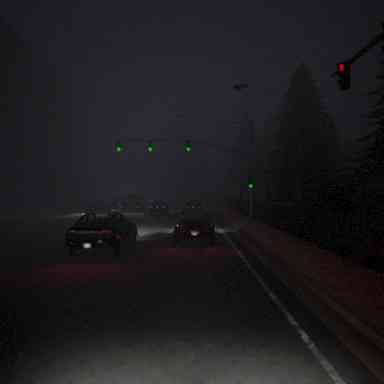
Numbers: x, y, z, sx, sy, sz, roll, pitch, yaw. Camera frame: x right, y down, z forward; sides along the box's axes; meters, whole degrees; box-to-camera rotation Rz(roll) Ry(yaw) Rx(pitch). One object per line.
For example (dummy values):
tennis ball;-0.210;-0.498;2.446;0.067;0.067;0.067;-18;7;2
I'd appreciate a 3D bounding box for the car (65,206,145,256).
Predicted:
car;-3.401;1.520;13.214;2.128;1.511;4.902;0;0;0

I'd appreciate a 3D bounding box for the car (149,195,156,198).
car;-7.338;1.397;53.927;2.097;1.767;4.553;0;0;-4

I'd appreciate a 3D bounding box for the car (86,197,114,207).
car;-10.567;1.596;37.478;1.994;1.385;4.181;0;0;0

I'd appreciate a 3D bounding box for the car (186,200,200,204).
car;0.109;1.577;35.485;2.033;1.411;5.357;0;0;0

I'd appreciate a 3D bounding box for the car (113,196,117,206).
car;-10.591;1.393;46.200;2.097;1.767;4.553;0;0;0

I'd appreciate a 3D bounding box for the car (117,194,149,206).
car;-7.047;1.256;40.308;2.150;2.045;5.566;0;0;1

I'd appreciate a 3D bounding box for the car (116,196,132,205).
car;-12.880;1.545;62.870;2.128;1.511;4.902;0;0;-22

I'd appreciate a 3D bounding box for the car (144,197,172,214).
car;-3.394;1.577;35.169;2.033;1.411;5.357;0;0;0

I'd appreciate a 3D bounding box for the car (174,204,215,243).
car;0.102;1.539;16.189;1.812;1.442;4.674;0;0;0

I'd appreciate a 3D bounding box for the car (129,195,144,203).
car;-11.303;1.365;67.789;1.812;1.442;4.674;0;0;-26
